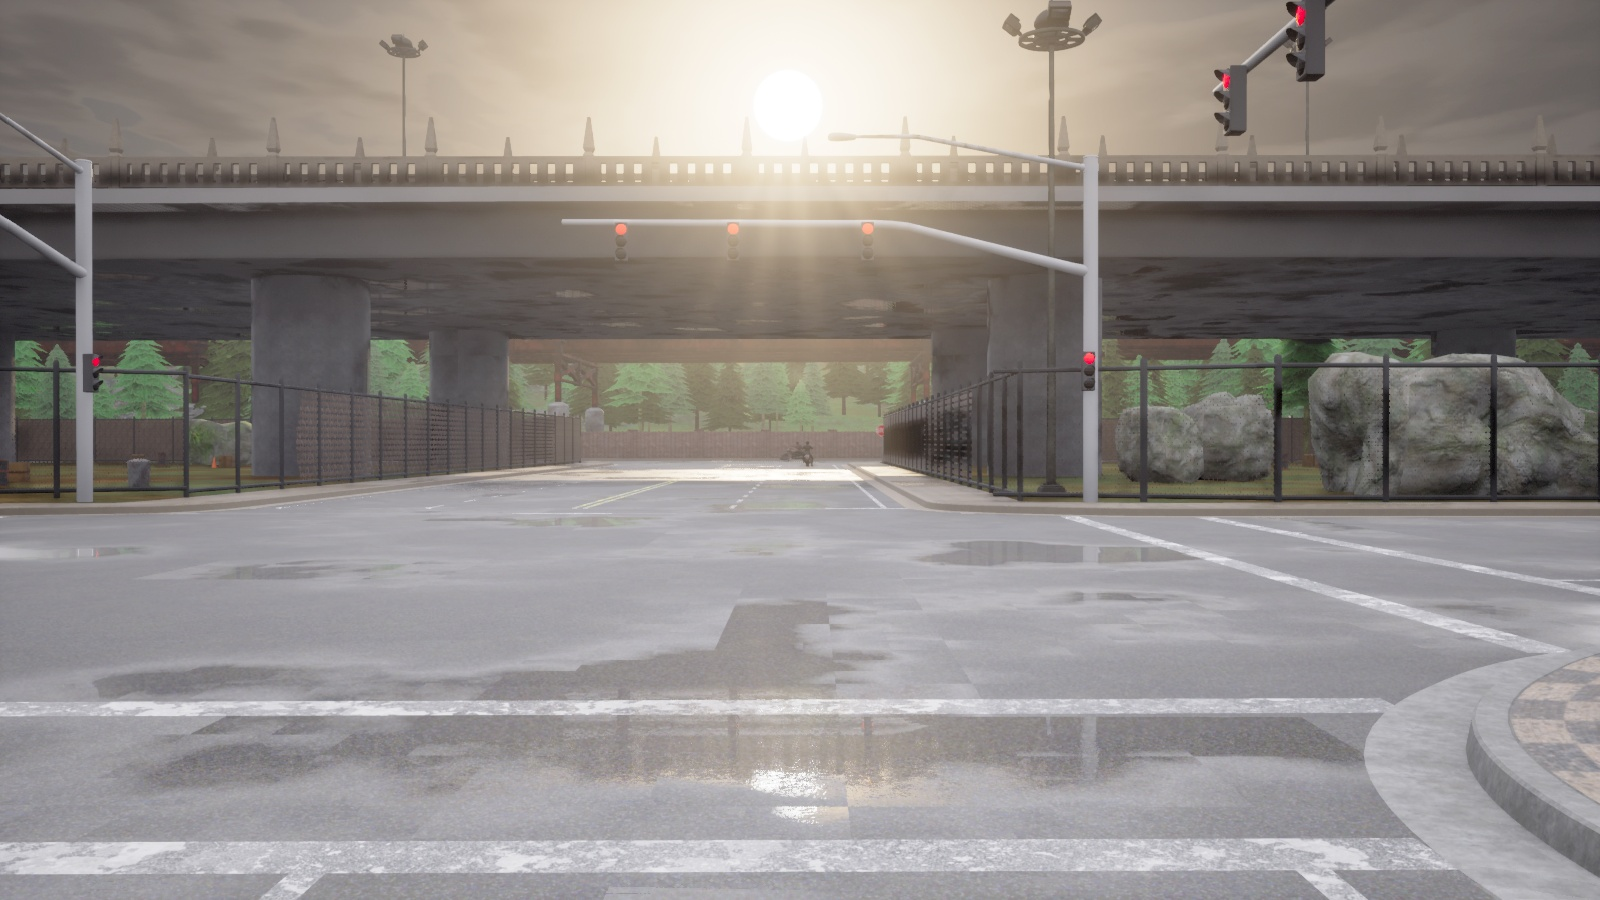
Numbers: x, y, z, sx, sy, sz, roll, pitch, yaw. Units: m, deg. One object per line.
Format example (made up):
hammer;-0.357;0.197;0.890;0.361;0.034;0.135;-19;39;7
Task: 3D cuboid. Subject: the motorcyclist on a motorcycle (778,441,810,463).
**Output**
motorcyclist on a motorcycle;-0.480;0.143;98.025;2.350;1.649;0.766;0;1;-18
